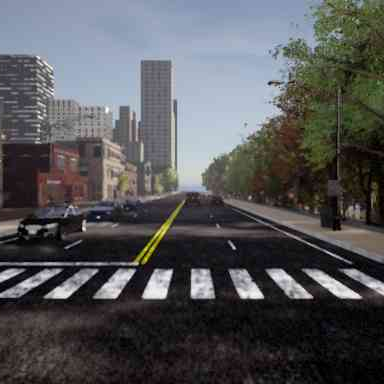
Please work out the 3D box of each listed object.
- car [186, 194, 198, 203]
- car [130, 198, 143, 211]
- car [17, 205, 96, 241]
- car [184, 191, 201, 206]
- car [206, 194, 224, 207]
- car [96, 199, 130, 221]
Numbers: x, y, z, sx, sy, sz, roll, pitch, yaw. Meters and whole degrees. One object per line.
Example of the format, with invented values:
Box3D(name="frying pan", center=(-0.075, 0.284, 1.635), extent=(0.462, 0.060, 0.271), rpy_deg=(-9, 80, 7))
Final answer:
Box3D(name="car", center=(0.025, 1.102, 57.707), extent=(1.882, 1.535, 5.008), rpy_deg=(0, 0, 0))
Box3D(name="car", center=(-6.590, 1.366, 36.149), extent=(1.895, 1.301, 4.718), rpy_deg=(0, 0, 0))
Box3D(name="car", center=(-6.594, 1.386, 16.236), extent=(2.128, 1.511, 4.902), rpy_deg=(0, 0, 0))
Box3D(name="car", center=(0.105, 0.916, 47.119), extent=(2.150, 2.045, 5.566), rpy_deg=(0, 0, 0))
Box3D(name="car", center=(3.353, 1.177, 46.265), extent=(1.882, 1.535, 5.008), rpy_deg=(0, 0, 0))
Box3D(name="car", center=(-6.602, 1.379, 26.038), extent=(2.033, 1.411, 5.357), rpy_deg=(0, 0, 0))
